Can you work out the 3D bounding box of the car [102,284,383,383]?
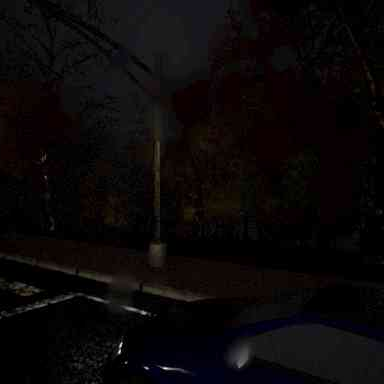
[{"bbox_3d":[1.158,1.564,2.857,4.181,1.385,1.994,0,0,35],"label":"car"}]
